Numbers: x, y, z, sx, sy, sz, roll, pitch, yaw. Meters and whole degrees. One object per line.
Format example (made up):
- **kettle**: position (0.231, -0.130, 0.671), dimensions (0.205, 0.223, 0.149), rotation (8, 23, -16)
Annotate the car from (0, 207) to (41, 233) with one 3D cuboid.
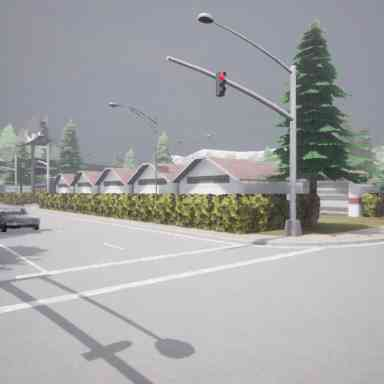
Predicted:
- **car**: position (-10.579, 1.578, 19.832), dimensions (1.895, 1.301, 4.718), rotation (0, 0, -40)
